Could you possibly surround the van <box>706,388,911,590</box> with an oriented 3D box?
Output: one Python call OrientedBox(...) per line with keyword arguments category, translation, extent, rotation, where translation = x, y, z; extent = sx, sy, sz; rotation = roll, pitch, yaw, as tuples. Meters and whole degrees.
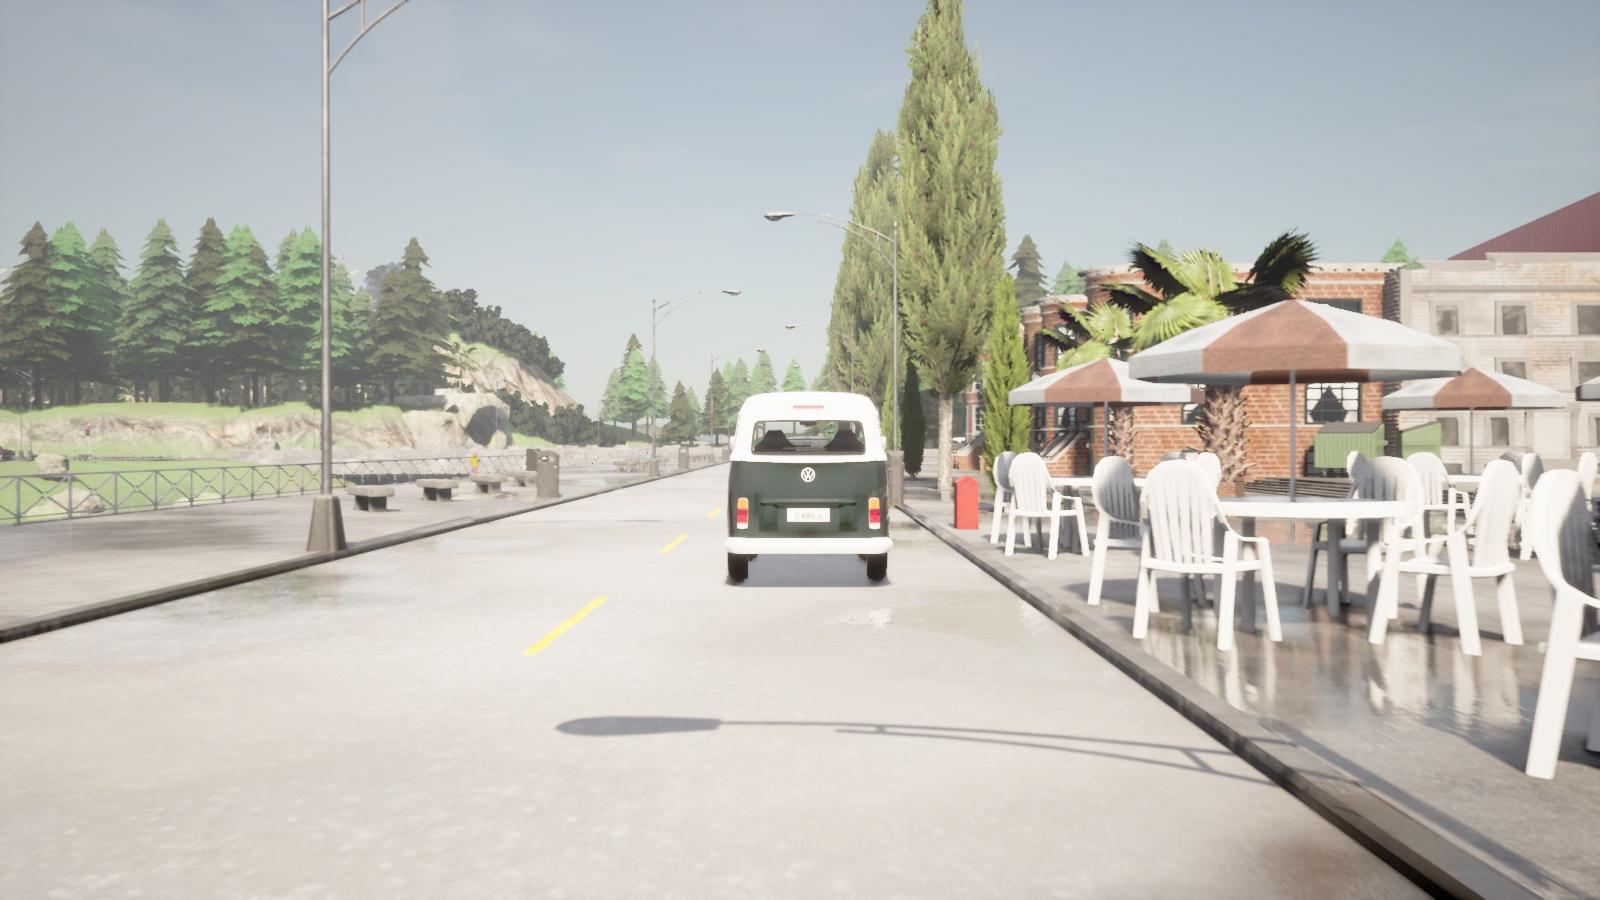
OrientedBox(category="van", translation=(0.098, 0.385, 14.917), extent=(2.069, 2.038, 4.480), rotation=(0, 0, 0))
